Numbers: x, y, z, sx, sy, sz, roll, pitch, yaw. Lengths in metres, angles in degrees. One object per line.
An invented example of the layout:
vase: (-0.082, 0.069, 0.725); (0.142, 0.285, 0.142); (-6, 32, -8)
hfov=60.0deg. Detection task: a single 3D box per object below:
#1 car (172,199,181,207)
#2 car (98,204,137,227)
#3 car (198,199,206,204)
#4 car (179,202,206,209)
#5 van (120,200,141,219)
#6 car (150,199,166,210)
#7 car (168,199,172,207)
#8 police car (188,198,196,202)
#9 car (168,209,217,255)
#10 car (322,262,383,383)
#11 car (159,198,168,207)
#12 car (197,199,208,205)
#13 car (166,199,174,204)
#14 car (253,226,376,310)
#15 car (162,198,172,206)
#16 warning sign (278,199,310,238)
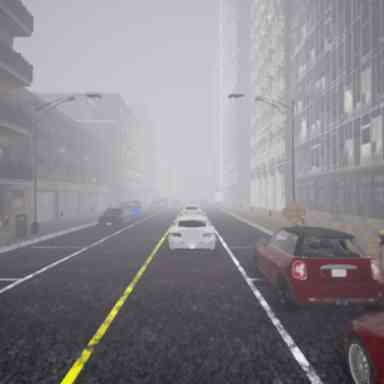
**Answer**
car: (-3.027, 2.234, 65.317); (1.812, 1.442, 4.674); (0, -1, 0)
car: (-5.695, 1.833, 24.965); (1.947, 1.339, 4.313); (0, -1, 0)
car: (2.674, 2.506, 87.097); (2.008, 1.369, 4.403); (0, -1, 0)
car: (0.020, 1.834, 28.885); (1.812, 1.442, 4.674); (0, 0, 0)
van: (-5.695, 1.668, 30.616); (1.690, 1.788, 3.998); (0, -1, 0)
car: (-5.700, 2.154, 53.205); (1.802, 1.307, 4.206); (0, -1, 0)
car: (-5.702, 2.014, 64.505); (2.192, 1.841, 5.009); (0, -1, 0)
police car: (0.233, 2.374, 86.595); (1.930, 1.638, 5.238); (0, -1, -18)
car: (0.023, 1.675, 13.882); (1.812, 1.442, 4.674); (0, 0, 0)
car: (2.689, 1.609, 2.373); (1.802, 1.307, 4.206); (0, -1, 0)
car: (-5.700, 2.217, 58.854); (1.802, 1.307, 4.206); (0, -1, 0)
car: (2.677, 2.354, 75.971); (1.752, 1.417, 4.829); (0, -1, 0)
car: (-5.706, 2.506, 87.095); (2.008, 1.369, 4.403); (0, -1, 0)
car: (2.689, 1.527, 8.022); (1.967, 1.590, 4.097); (0, -1, 0)
car: (-5.703, 2.267, 75.800); (1.967, 1.590, 4.097); (0, -1, 0)
warning sign: (5.065, 1.294, 16.616); (1.300, 1.860, 1.060); (0, -1, 0)
